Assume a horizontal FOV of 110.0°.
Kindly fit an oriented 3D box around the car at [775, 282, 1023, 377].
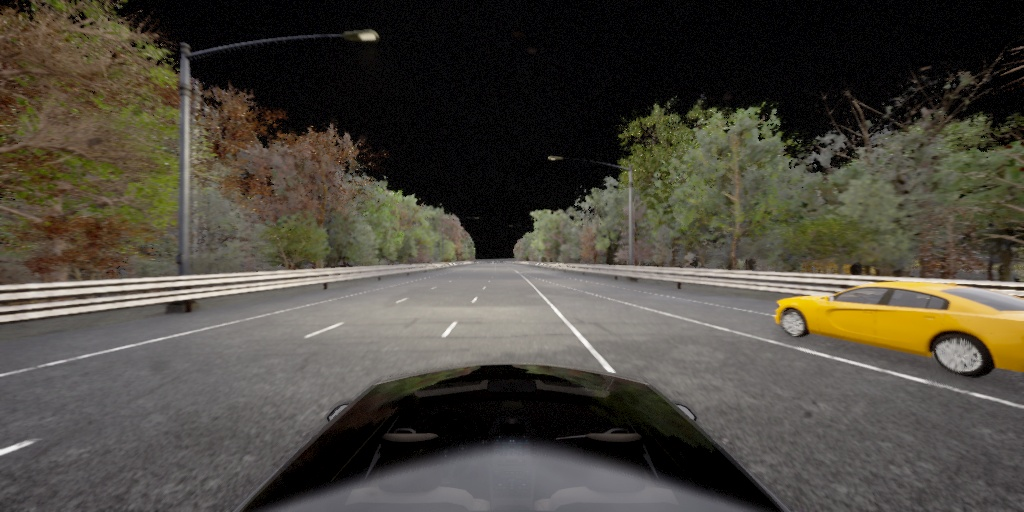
[{"bbox_3d":[8.304,1.284,7.678,1.882,1.535,5.008,0,0,-9],"label":"car"}]
